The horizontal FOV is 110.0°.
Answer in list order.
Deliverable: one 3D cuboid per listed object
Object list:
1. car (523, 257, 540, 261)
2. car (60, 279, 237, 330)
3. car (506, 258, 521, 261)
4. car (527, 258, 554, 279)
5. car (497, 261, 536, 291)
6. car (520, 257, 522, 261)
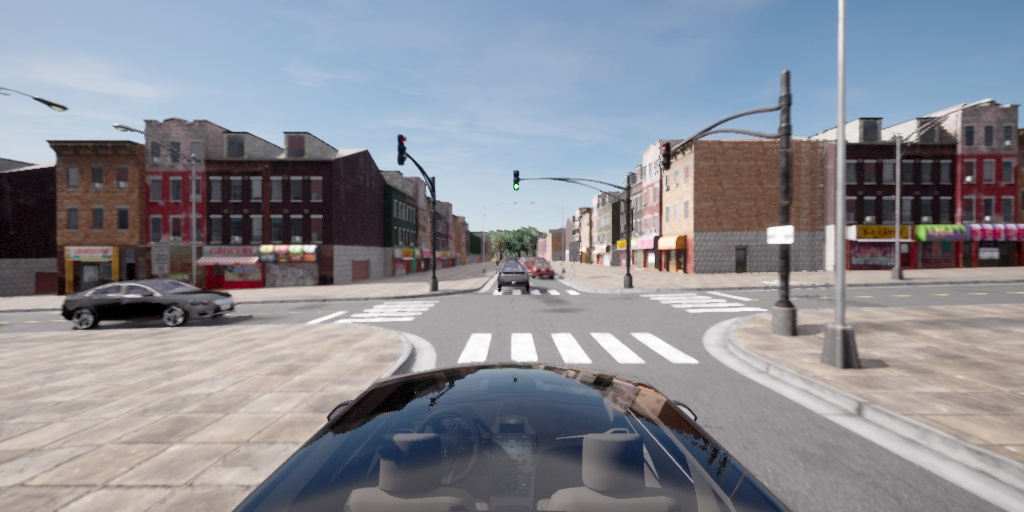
[{"bbox_3d":[2.641,1.078,37.525,2.192,1.841,5.009,0,0,0],"label":"car"},{"bbox_3d":[-12.266,1.567,12.296,4.902,1.511,2.128,-2,0,0],"label":"car"},{"bbox_3d":[0.005,1.369,57.673,1.994,1.385,4.181,0,0,0],"label":"car"},{"bbox_3d":[2.640,1.196,32.124,1.967,1.591,4.097,0,0,0],"label":"car"},{"bbox_3d":[0.100,1.237,21.693,2.128,1.511,4.902,0,0,0],"label":"car"},{"bbox_3d":[2.642,1.235,53.732,1.967,1.591,4.097,0,0,0],"label":"car"}]
